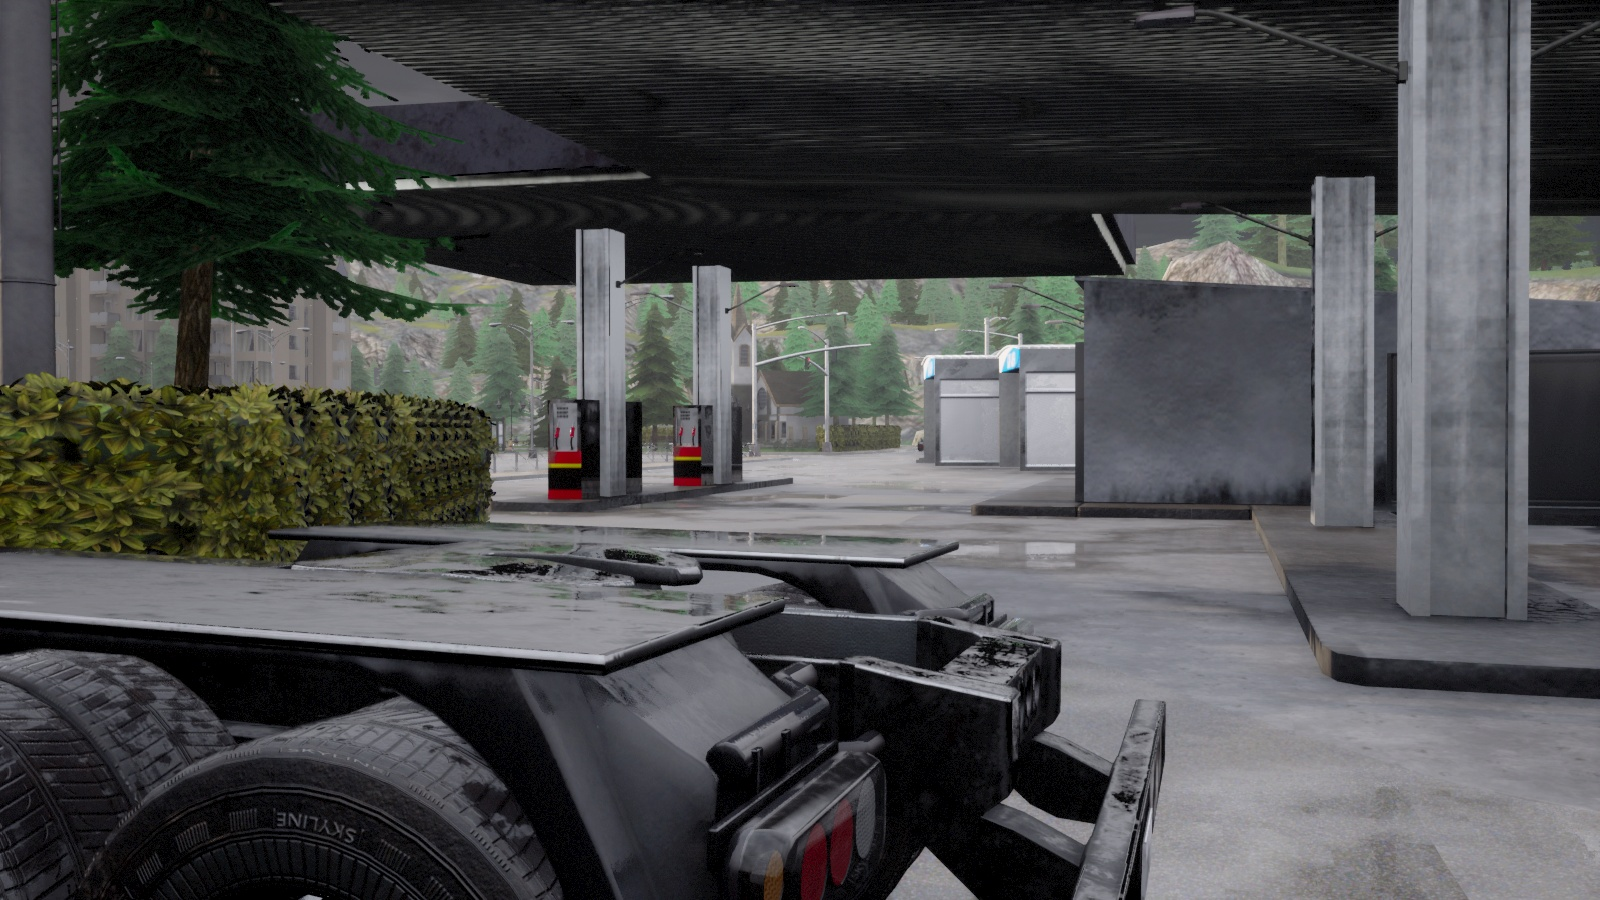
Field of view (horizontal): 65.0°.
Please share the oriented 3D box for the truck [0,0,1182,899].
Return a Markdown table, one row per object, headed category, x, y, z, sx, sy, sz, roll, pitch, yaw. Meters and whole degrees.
| category | x | y | z | sx | sy | sz | roll | pitch | yaw |
| --- | --- | --- | --- | --- | --- | --- | --- | --- | --- |
| truck | -2.955 | -0.168 | 4.152 | 7.936 | 3.462 | 2.891 | 1 | 0 | 18 |
